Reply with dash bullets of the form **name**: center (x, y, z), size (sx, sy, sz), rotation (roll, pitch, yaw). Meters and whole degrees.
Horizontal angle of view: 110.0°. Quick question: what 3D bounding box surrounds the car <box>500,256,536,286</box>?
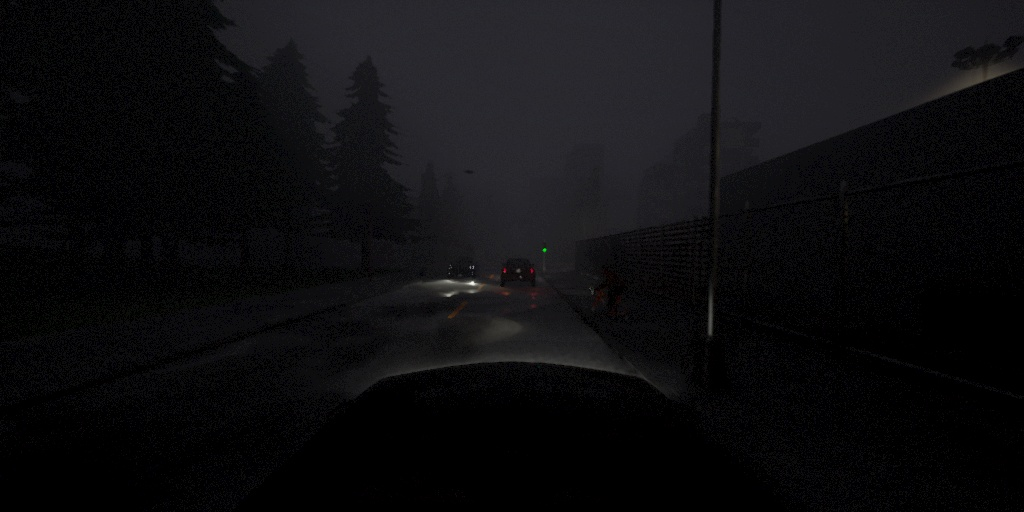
- **car**: center (0.395, 0.865, 22.886), size (2.097, 1.767, 4.553), rotation (1, 1, 1)

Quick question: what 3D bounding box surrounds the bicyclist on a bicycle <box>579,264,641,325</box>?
- **bicyclist on a bicycle**: center (2.605, 1.049, 9.552), size (1.656, 1.620, 0.582), rotation (0, 1, 1)

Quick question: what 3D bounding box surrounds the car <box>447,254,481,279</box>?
- **car**: center (-3.640, 0.766, 27.666), size (2.097, 1.767, 4.553), rotation (1, 1, 1)
